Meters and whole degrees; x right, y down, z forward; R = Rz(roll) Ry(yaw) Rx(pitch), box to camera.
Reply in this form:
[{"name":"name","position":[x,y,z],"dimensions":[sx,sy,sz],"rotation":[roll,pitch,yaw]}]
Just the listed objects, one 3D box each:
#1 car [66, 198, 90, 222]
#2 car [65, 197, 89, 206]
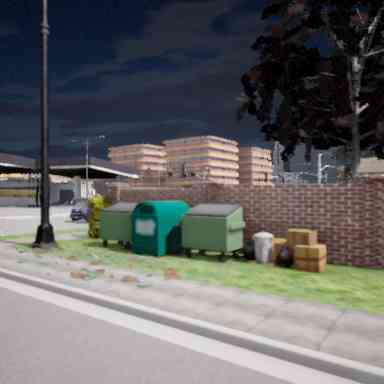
[{"name":"car","position":[-7.714,1.482,27.631],"dimensions":[2.097,1.767,4.553],"rotation":[0,0,36]},{"name":"car","position":[-21.212,1.764,61.440],"dimensions":[1.970,1.475,3.806],"rotation":[0,0,36]}]
